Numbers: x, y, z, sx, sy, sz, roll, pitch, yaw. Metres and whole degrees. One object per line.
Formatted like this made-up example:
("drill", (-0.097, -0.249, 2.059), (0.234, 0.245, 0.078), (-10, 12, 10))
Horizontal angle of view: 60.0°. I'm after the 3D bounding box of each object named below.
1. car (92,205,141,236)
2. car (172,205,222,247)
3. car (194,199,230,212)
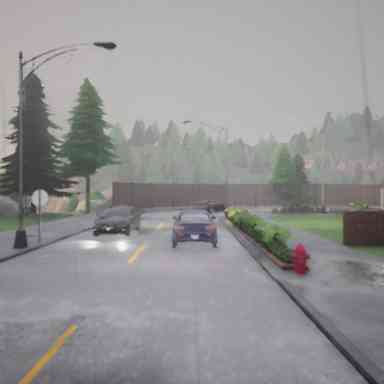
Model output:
("car", (-3.991, 1.514, 18.259), (1.837, 1.490, 4.892), (0, 0, 0))
("car", (0.098, 1.493, 14.674), (1.812, 1.442, 4.674), (0, 0, 0))
("car", (1.957, 1.420, 32.357), (2.128, 1.511, 4.902), (-1, 0, 33))
